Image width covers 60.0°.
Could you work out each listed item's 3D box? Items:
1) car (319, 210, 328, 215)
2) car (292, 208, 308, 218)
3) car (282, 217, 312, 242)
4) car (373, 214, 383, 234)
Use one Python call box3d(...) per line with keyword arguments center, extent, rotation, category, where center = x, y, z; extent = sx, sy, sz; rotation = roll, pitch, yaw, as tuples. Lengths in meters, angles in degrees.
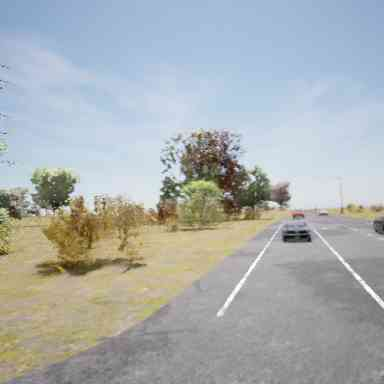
box3d(center=(33.612, 5.303, 85.207), extent=(1.895, 1.301, 4.718), rotation=(-3, -4, 17), category="car")
box3d(center=(21.845, 4.400, 68.005), extent=(2.150, 2.045, 5.566), rotation=(-4, -4, 23), category="car")
box3d(center=(7.421, 2.737, 23.615), extent=(1.895, 1.301, 4.718), rotation=(-3, -4, 17), category="car")
box3d(center=(15.278, 2.408, 25.450), extent=(2.128, 1.511, 4.902), rotation=(-3, -4, 17), category="car")
